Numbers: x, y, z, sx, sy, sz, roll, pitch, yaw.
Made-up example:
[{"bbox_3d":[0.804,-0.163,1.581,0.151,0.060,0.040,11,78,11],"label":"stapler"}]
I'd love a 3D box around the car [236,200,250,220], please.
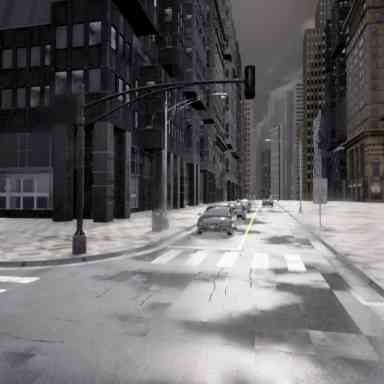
[{"bbox_3d":[3.674,1.637,28.878,1.994,1.385,4.181,0,0,13],"label":"car"}]

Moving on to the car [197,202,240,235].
[{"bbox_3d":[1.527,1.545,19.155,1.837,1.490,4.892,0,0,12],"label":"car"}]

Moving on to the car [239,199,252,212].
[{"bbox_3d":[5.932,1.610,38.893,2.128,1.511,4.902,0,0,13],"label":"car"}]

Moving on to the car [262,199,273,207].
[{"bbox_3d":[13.088,1.838,57.545,1.895,1.301,4.718,0,-1,12],"label":"car"}]
